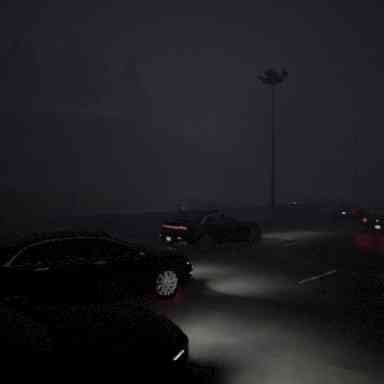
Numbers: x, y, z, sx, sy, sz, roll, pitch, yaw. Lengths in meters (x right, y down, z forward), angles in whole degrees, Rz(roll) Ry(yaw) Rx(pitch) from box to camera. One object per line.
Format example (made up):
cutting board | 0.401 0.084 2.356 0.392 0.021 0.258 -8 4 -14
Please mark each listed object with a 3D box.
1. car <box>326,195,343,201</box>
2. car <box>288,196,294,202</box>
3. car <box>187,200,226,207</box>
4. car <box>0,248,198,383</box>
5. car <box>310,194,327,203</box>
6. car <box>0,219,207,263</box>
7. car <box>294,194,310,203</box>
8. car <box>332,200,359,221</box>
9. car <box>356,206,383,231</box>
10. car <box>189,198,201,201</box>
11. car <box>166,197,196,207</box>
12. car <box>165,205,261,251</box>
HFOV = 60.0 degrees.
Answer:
car | 30.166 1.654 69.395 1.882 1.535 5.008 0 0 36
car | 24.391 1.683 79.353 1.837 1.490 4.892 0 0 36
car | 1.992 1.657 30.539 1.895 1.301 4.718 0 0 38
car | -2.128 1.526 2.529 4.674 1.442 1.812 0 0 -36
car | 28.347 1.405 72.862 2.150 2.045 5.566 0 0 36
car | -2.242 1.513 6.776 4.892 1.490 1.837 0 0 -36
car | 25.505 1.403 74.904 2.150 2.045 5.566 0 0 36
car | 13.189 1.637 27.822 1.994 1.385 4.181 0 0 37
car | 11.775 1.658 20.249 1.895 1.301 4.718 0 0 40
car | 1.880 1.630 36.223 1.994 1.385 4.181 0 0 36
car | -0.431 1.418 38.998 2.097 1.767 4.553 0 0 36
car | 0.921 1.517 13.930 4.902 1.511 2.128 0 0 -42
